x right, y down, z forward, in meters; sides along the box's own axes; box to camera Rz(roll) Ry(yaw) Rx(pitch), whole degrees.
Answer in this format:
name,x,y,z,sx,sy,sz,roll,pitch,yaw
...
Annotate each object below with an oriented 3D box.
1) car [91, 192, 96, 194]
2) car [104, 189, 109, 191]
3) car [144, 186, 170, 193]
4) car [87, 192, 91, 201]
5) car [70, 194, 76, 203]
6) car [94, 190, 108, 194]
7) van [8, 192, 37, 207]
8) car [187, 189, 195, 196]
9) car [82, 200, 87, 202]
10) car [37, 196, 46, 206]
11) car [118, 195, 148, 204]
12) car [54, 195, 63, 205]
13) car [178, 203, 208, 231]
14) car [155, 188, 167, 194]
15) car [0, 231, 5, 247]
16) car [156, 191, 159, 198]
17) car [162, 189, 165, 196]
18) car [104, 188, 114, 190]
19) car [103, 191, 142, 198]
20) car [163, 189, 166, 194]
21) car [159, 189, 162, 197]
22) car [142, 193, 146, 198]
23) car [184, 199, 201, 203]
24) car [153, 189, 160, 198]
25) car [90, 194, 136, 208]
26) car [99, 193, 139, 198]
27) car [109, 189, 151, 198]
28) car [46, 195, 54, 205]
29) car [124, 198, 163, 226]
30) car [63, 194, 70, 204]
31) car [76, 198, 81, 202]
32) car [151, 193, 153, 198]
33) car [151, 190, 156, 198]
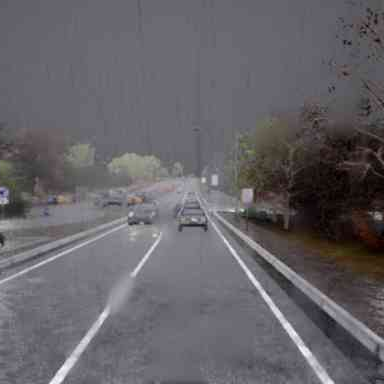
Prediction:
name,x,y,z,sx,sy,sz,roll,pitch,yaw
car,-23.053,1.100,68.124,4.892,1.521,2.231,0,1,0
car,-22.990,0.799,79.144,5.008,1.535,2.097,0,2,0
car,-9.837,-0.016,93.136,5.566,2.045,2.435,0,3,0
car,-23.074,1.155,65.206,5.008,1.535,2.097,0,1,0
car,-23.321,1.257,56.971,5.366,1.575,1.946,0,0,0
car,-22.818,0.885,76.354,5.366,1.575,1.946,0,2,0
van,-23.104,1.025,43.012,4.442,1.987,1.878,1,0,0
car,-0.186,0.239,89.273,1.882,1.535,5.008,0,3,0
car,-23.093,1.200,62.417,5.008,1.535,2.097,0,1,0
car,-23.215,1.301,45.686,4.674,1.452,2.002,0,0,0
car,-10.049,1.266,56.939,4.892,1.521,2.231,0,0,0
car,-23.202,1.308,51.383,4.792,1.488,2.163,0,0,0
car,0.065,1.702,22.014,2.033,1.411,5.357,0,0,0
car,-9.818,0.512,87.585,4.792,1.488,2.163,0,2,0
car,-10.035,1.716,13.188,4.792,1.488,2.163,0,-1,0
car,-9.990,1.070,70.874,4.792,1.488,2.163,0,1,0
car,-9.879,0.702,82.012,5.008,1.535,2.097,0,2,0
car,-22.994,0.451,81.922,5.566,2.045,2.435,0,2,0
car,-10.144,1.154,48.577,4.553,1.767,2.185,0,0,0
car,-9.861,0.596,84.799,5.008,1.535,2.097,0,2,0
car,-9.954,0.763,76.435,4.553,1.767,2.185,0,2,0
car,-10.088,1.284,51.355,5.008,1.535,2.097,0,0,0
car,0.018,1.632,40.834,2.128,1.511,4.902,0,1,0
car,-9.973,0.843,73.656,4.553,1.767,2.185,0,2,0
car,-10.121,1.285,43.006,4.792,1.488,2.163,0,0,0
car,-10.161,1.297,45.790,4.792,1.488,2.163,0,0,0
car,-10.103,1.028,54.149,5.566,2.045,2.435,0,0,0
car,-23.196,1.313,48.471,4.674,1.452,2.002,0,0,0
car,-3.379,1.527,24.675,2.097,1.767,4.553,0,0,0
car,-23.340,1.271,54.176,5.366,1.575,1.946,0,0,0
car,-23.088,1.267,59.626,4.792,1.488,2.163,0,0,0
car,-10.007,1.271,59.718,4.792,1.488,2.163,0,1,0
car,-9.967,1.032,65.296,4.553,1.767,2.185,0,1,0
